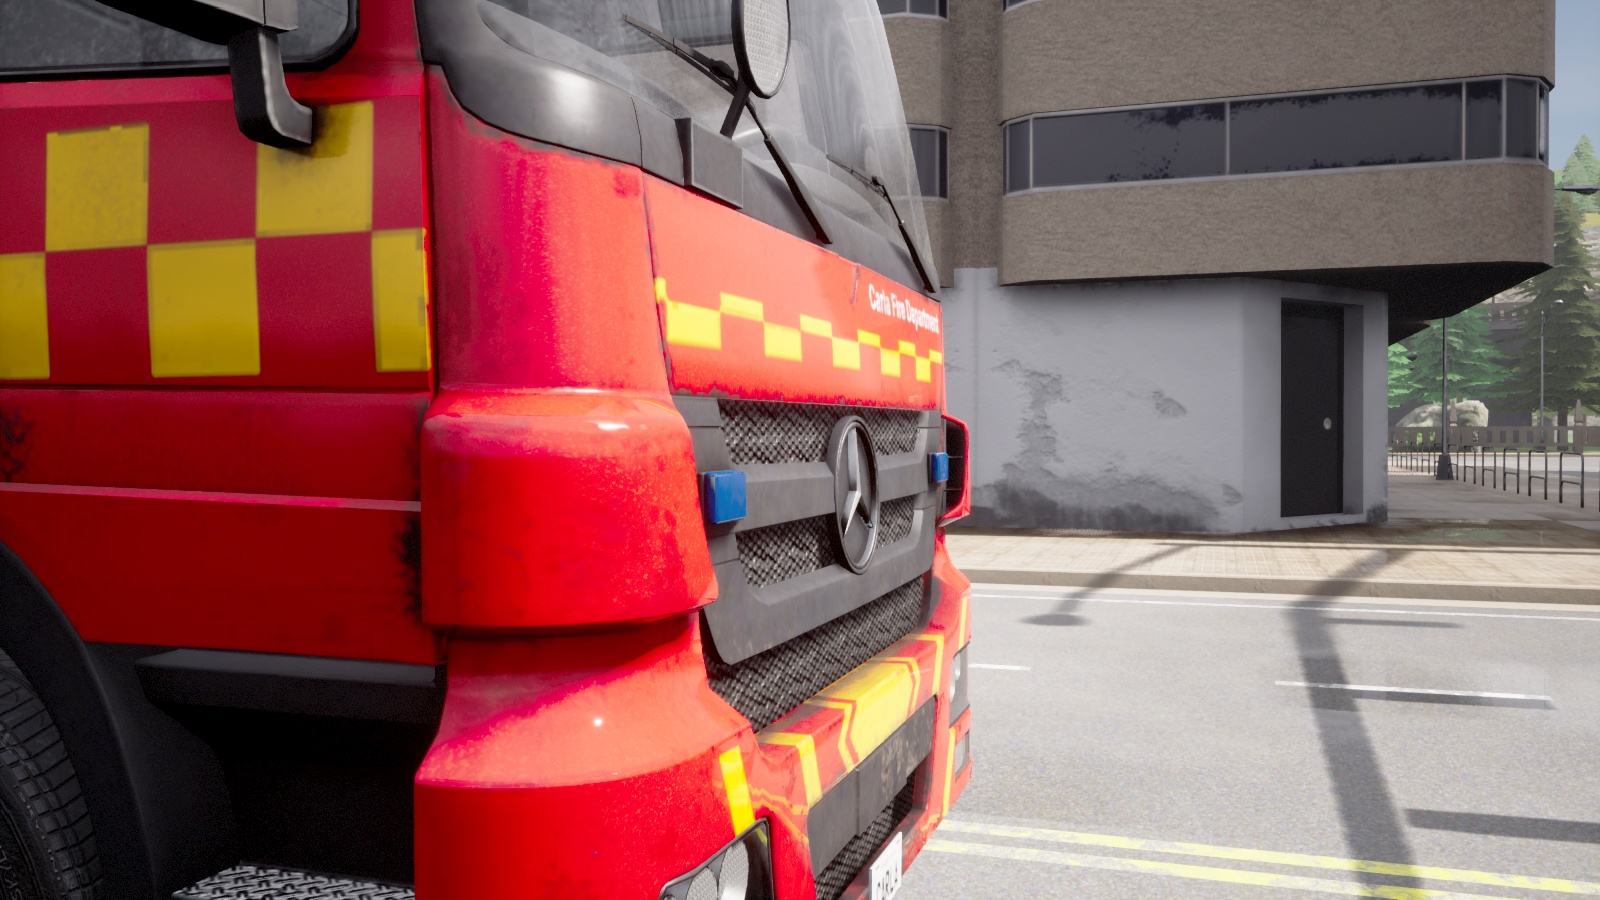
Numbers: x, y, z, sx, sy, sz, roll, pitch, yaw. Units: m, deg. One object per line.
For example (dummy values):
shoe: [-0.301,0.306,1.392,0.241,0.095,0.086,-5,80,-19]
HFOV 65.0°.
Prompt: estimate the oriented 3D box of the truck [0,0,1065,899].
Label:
truck: [-3.556,-0.422,4.371,8.468,3.827,2.891,1,1,19]
